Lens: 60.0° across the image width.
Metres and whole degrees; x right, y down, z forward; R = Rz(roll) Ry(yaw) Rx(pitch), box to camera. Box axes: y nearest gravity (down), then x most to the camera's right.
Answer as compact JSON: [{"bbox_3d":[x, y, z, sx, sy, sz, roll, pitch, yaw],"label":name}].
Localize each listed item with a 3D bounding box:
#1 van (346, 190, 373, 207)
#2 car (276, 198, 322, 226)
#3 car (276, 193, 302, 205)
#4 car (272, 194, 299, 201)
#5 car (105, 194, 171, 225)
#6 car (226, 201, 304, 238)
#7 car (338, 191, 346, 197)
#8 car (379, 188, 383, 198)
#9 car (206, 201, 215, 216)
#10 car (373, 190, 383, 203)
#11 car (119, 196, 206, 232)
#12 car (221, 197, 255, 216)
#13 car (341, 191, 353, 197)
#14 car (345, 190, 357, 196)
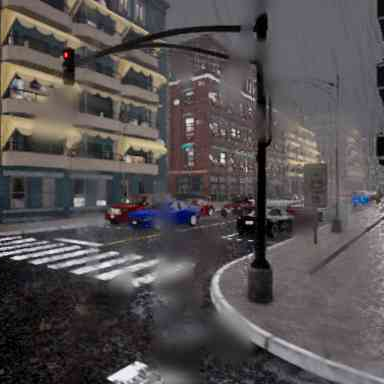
[{"bbox_3d":[19.725,0.735,39.099,1.690,1.788,3.998,1,2,35],"label":"van"},{"bbox_3d":[6.909,1.296,20.873,1.802,1.307,4.206,1,2,35],"label":"car"},{"bbox_3d":[12.890,0.909,43.953,1.947,1.339,4.313,1,2,35],"label":"car"},{"bbox_3d":[9.908,1.087,35.215,1.895,1.301,4.718,0,1,35],"label":"car"},{"bbox_3d":[-3.125,1.059,21.161,2.192,1.841,5.009,1,2,35],"label":"car"},{"bbox_3d":[3.706,1.360,16.316,1.947,1.339,4.313,1,2,35],"label":"car"},{"bbox_3d":[32.109,0.409,71.298,1.887,1.381,4.507,1,2,35],"label":"car"},{"bbox_3d":[38.944,0.230,66.441,2.192,1.841,5.009,1,2,35],"label":"car"},{"bbox_3d":[0.076,1.208,25.724,1.887,1.381,4.507,1,2,35],"label":"car"},{"bbox_3d":[26.129,0.778,48.217,1.887,1.381,4.507,1,2,35],"label":"car"},{"bbox_3d":[-1.500,1.249,18.996,1.882,1.535,5.008,0,1,35],"label":"car"},{"bbox_3d":[4.113,1.156,26.981,1.812,1.442,4.674,0,1,35],"label":"car"},{"bbox_3d":[35.312,0.367,75.855,1.802,1.307,4.206,1,2,35],"label":"car"},{"bbox_3d":[38.515,0.287,80.413,1.802,1.307,4.206,1,2,35],"label":"car"}]
